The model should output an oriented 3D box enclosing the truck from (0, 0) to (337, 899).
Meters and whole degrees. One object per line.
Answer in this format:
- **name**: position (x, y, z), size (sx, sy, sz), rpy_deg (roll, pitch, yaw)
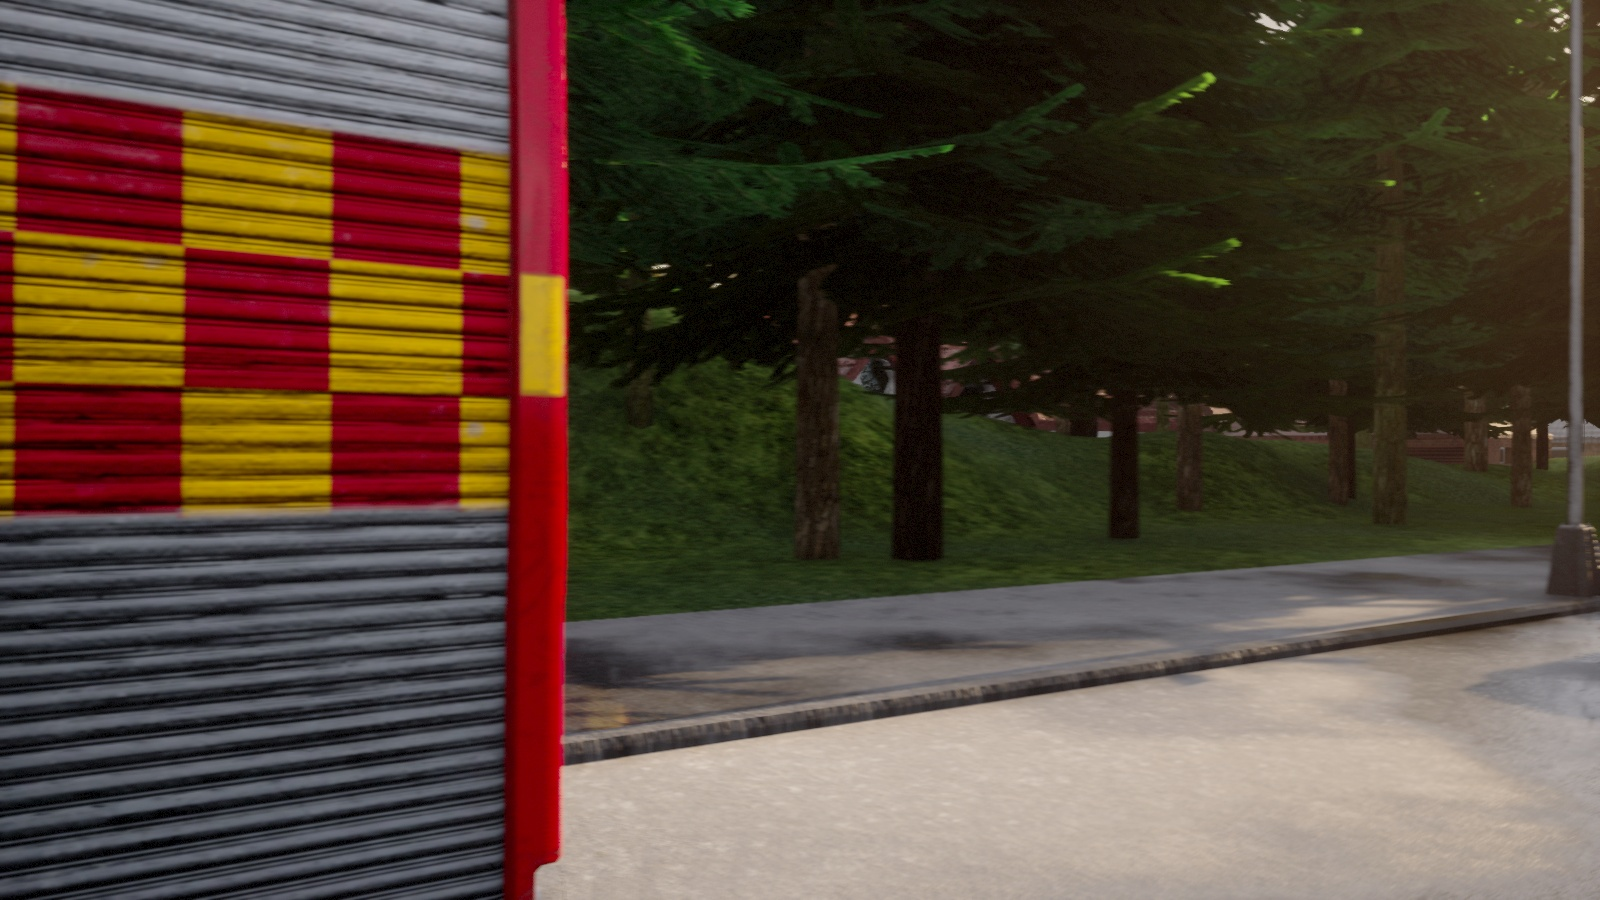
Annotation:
- **truck**: position (-5.038, -0.415, 0.766), size (8.468, 3.827, 2.891), rpy_deg (0, 0, -35)
